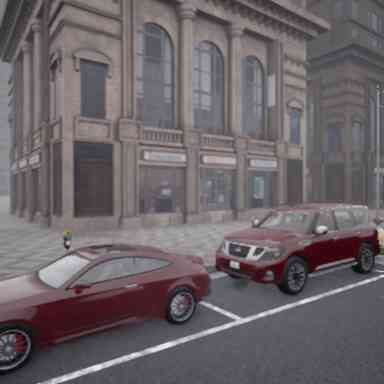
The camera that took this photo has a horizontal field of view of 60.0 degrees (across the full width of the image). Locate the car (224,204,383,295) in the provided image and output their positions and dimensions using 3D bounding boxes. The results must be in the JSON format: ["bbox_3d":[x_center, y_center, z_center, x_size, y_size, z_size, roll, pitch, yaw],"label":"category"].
[{"bbox_3d":[2.989,1.266,8.781,5.009,1.841,2.192,0,0,-36],"label":"car"}]

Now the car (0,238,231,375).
[{"bbox_3d":[-1.569,1.570,5.527,4.206,1.307,1.802,0,0,-36],"label":"car"}]
